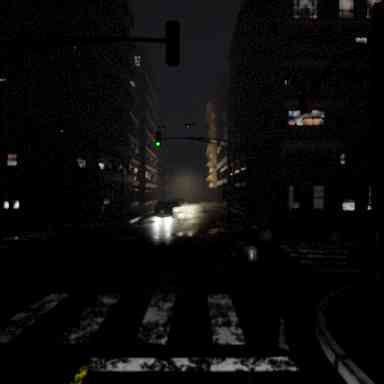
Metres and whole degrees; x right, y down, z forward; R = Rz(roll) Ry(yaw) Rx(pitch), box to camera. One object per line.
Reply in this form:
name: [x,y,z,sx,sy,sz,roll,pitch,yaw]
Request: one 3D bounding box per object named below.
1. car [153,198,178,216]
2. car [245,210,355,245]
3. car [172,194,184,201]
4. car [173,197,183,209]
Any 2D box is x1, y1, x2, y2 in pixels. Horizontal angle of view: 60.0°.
car: [-2.844,1.647,34.277,2.128,1.511,4.902,0,0,0]
car: [5.083,1.610,16.006,5.008,1.535,1.882,1,0,4]
car: [-2.750,1.180,66.190,2.150,2.045,5.566,0,0,0]
car: [-2.825,1.809,50.501,1.994,1.385,4.181,0,0,0]
